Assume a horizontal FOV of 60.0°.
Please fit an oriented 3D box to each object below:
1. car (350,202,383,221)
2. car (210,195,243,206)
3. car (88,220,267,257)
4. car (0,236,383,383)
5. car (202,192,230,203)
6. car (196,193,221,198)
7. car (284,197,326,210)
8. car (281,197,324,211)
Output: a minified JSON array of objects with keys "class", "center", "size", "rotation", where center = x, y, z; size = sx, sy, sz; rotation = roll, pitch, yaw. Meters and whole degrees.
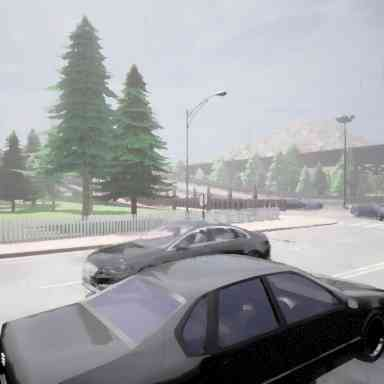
[{"class":"car","center":[15.048,1.547,27.074],"size":[2.033,1.411,5.357],"rotation":[0,0,-4]},{"class":"car","center":[4.691,1.538,45.098],"size":[1.895,1.301,4.718],"rotation":[0,1,-37]},{"class":"car","center":[-0.140,1.491,8.181],"size":[4.902,1.511,2.128],"rotation":[0,0,-35]},{"class":"car","center":[0.551,1.547,4.139],"size":[5.357,1.411,2.033],"rotation":[0,0,-35]},{"class":"car","center":[4.117,0.985,57.472],"size":[2.128,1.511,4.902],"rotation":[0,4,-37]},{"class":"car","center":[2.474,1.089,53.825],"size":[1.882,1.535,5.008],"rotation":[0,3,-37]},{"class":"car","center":[14.688,1.469,43.518],"size":[1.882,1.535,5.008],"rotation":[0,0,-37]},{"class":"car","center":[12.926,1.519,40.052],"size":[1.812,1.442,4.674],"rotation":[0,0,-37]}]
